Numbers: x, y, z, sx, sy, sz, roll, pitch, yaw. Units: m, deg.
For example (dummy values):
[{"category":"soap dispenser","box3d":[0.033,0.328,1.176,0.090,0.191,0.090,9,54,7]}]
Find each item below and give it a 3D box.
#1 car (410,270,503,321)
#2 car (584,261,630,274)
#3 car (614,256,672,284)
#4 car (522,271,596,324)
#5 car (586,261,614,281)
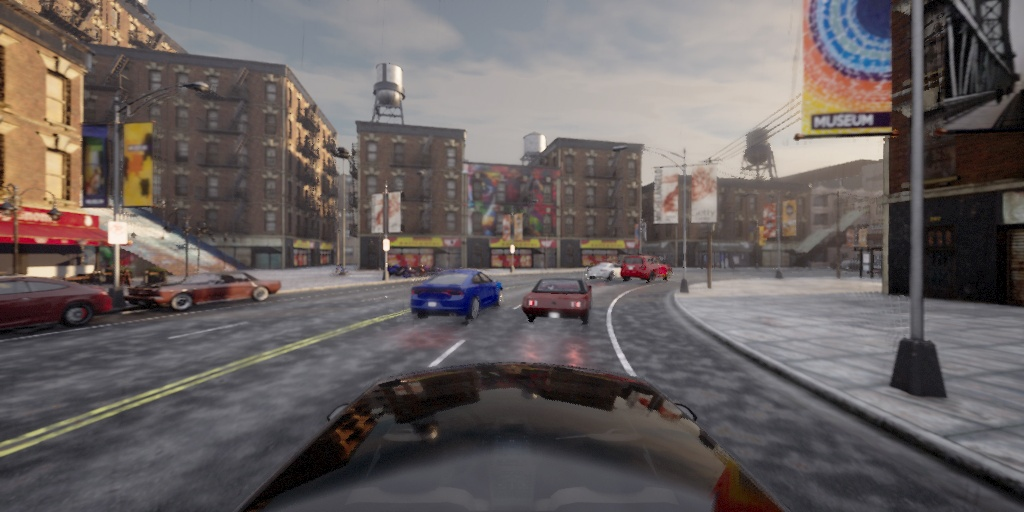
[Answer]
[{"category":"car","box3d":[-1.704,1.227,12.695,1.882,1.535,5.008,0,0,14]},{"category":"car","box3d":[11.142,1.347,41.924,5.357,1.411,2.033,0,0,-31]},{"category":"car","box3d":[10.629,1.014,28.262,2.150,2.045,5.566,0,0,44]},{"category":"car","box3d":[1.728,1.360,12.112,1.895,1.301,4.718,0,0,14]},{"category":"car","box3d":[8.339,1.312,30.731,1.812,1.442,4.674,0,0,44]}]
